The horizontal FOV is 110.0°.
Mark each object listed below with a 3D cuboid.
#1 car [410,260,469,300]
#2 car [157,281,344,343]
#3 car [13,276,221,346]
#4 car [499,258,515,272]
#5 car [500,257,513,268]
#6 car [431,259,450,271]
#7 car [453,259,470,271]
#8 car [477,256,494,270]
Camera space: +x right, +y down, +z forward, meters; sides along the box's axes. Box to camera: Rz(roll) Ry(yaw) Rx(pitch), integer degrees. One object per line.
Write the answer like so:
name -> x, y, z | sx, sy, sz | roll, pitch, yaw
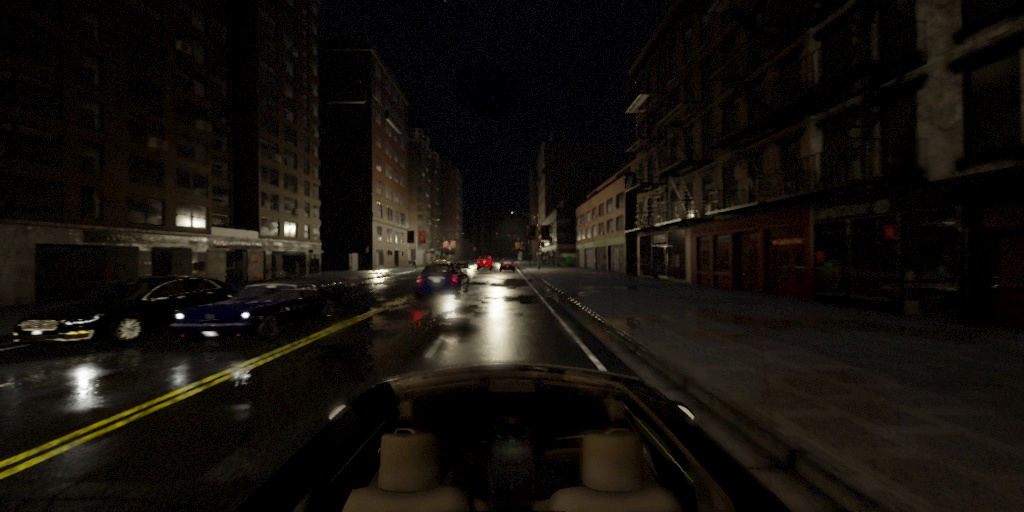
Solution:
car -> -3.397, 1.127, 18.176 | 2.097, 1.767, 4.553 | -1, 0, -1
car -> -6.710, 1.411, 10.136 | 1.895, 1.301, 4.718 | -1, 0, -1
car -> -9.957, 1.345, 9.910 | 1.837, 1.490, 4.892 | -1, 0, -1
car -> -0.630, 1.300, 47.086 | 1.994, 1.385, 4.181 | -1, 0, -1
car -> -0.946, 1.086, 59.639 | 2.097, 1.767, 4.553 | -1, 0, -1
car -> -10.653, 1.304, 53.832 | 1.882, 1.535, 5.008 | -1, 0, 0
car -> -7.396, 1.274, 52.722 | 1.882, 1.535, 5.008 | -1, 0, -1
car -> -3.999, 0.985, 53.686 | 2.150, 2.045, 5.566 | -1, 0, -1
